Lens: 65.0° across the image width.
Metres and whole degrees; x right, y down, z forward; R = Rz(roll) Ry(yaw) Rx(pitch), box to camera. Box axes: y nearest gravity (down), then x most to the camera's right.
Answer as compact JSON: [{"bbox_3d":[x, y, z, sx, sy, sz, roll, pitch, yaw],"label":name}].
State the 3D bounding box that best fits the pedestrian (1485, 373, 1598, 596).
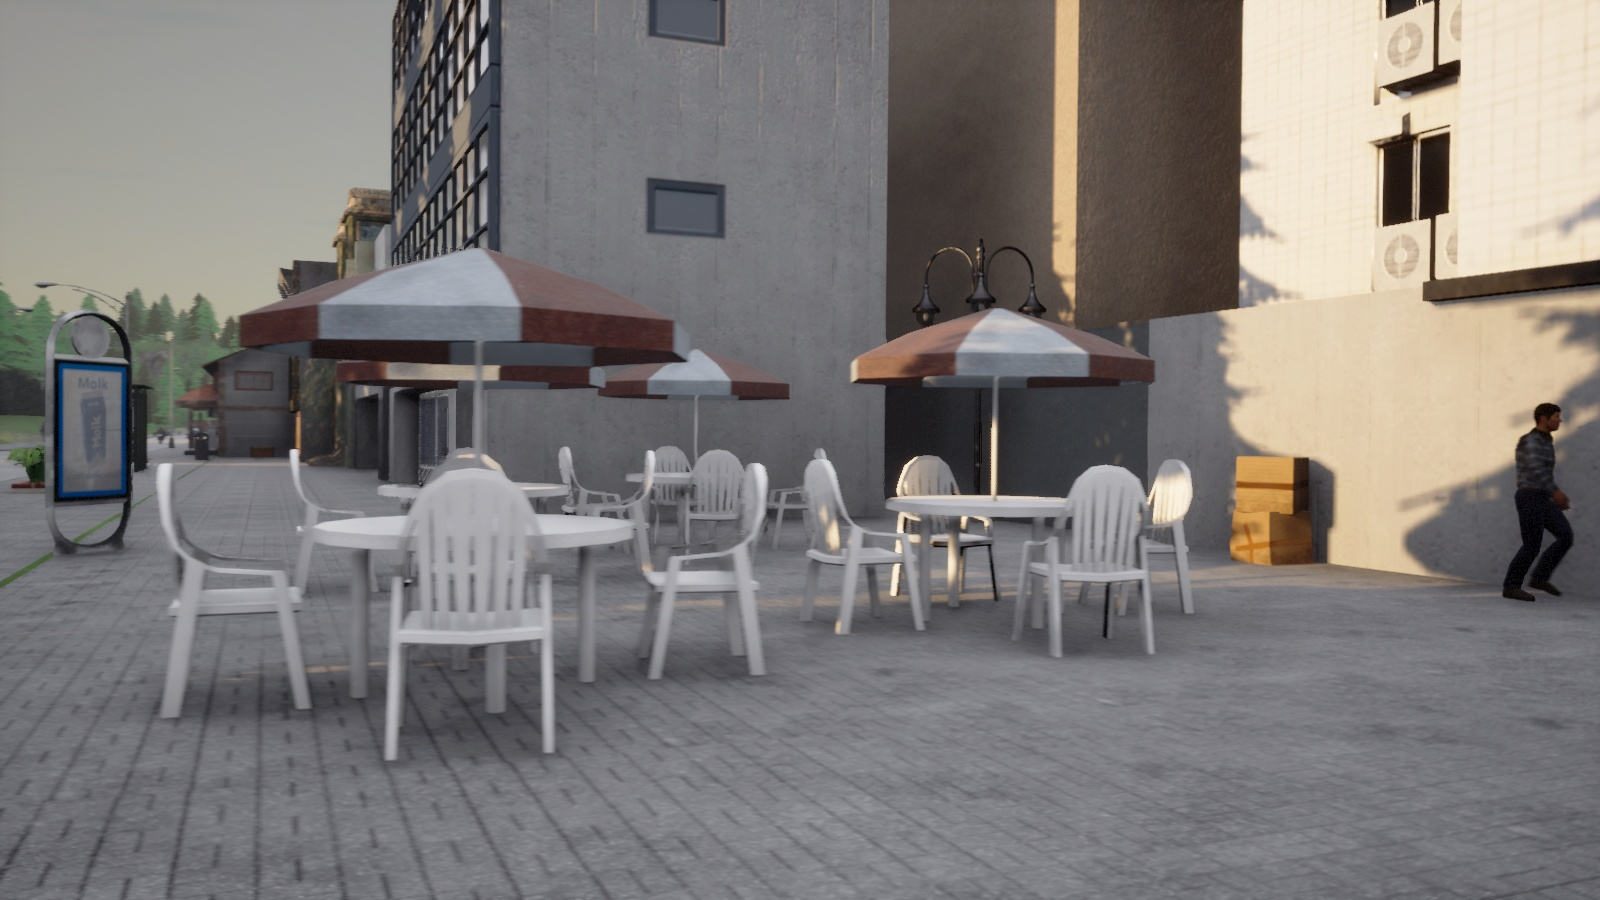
[{"bbox_3d":[6.716,0.299,11.383,0.423,1.949,0.788,-1,1,-44],"label":"pedestrian"}]
